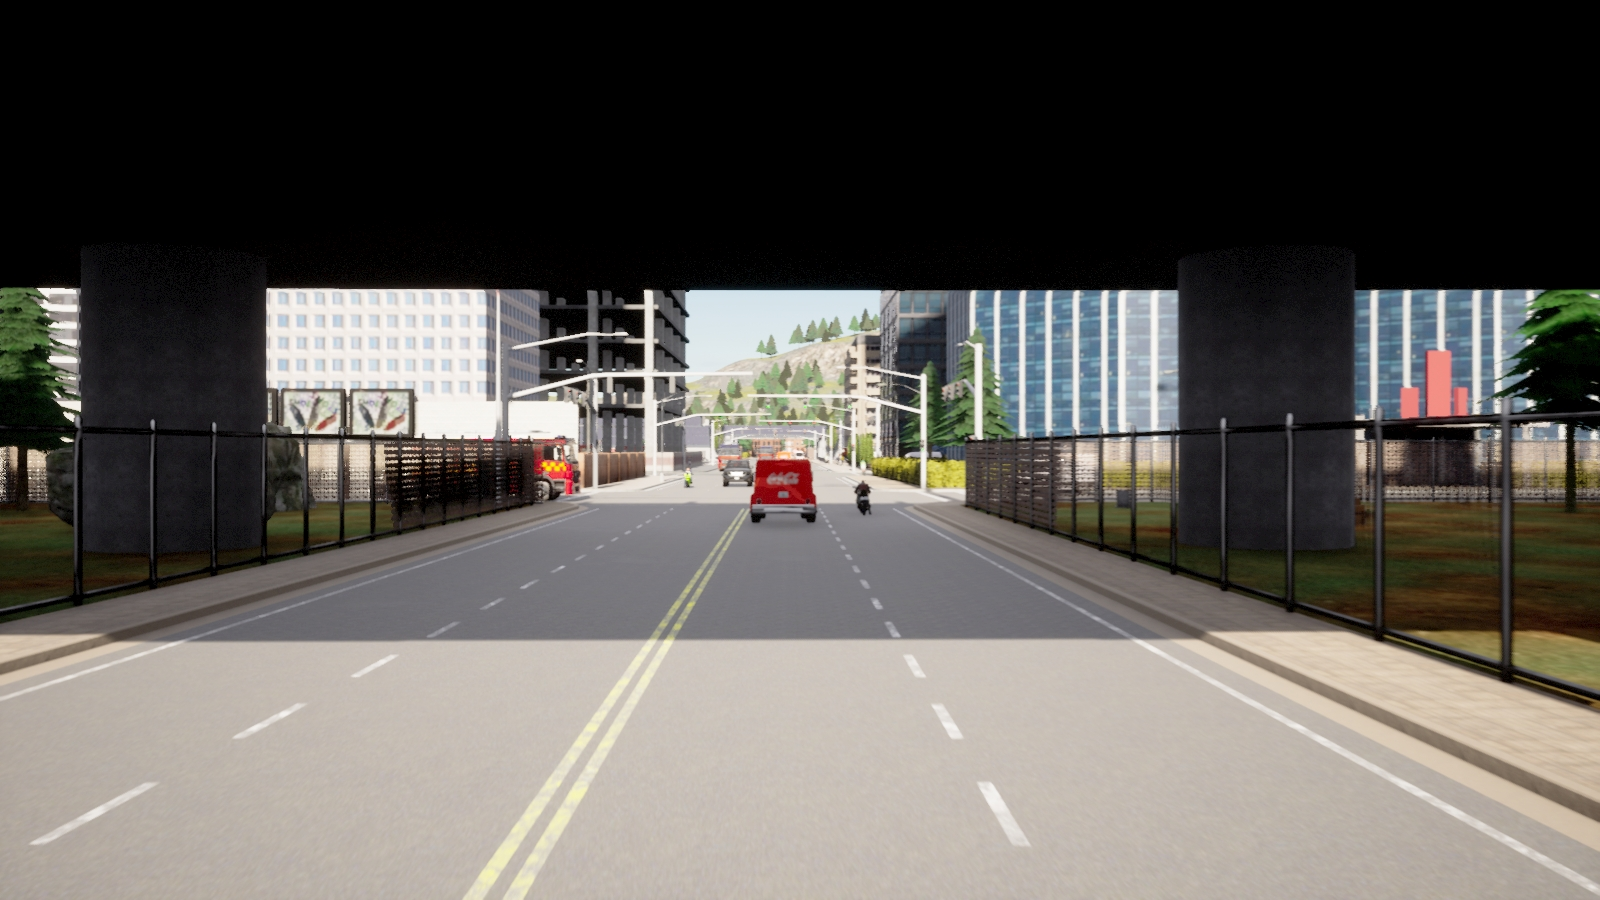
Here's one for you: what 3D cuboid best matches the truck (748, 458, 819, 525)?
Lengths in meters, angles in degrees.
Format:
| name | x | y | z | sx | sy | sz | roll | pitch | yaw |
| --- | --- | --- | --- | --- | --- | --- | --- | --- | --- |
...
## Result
| name | x | y | z | sx | sy | sz | roll | pitch | yaw |
| --- | --- | --- | --- | --- | --- | --- | --- | --- | --- |
| truck | -0.659 | 1.563 | 45.270 | 2.627 | 2.467 | 5.204 | 0 | 0 | -1 |

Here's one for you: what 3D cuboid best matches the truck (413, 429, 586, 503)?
| name | x | y | z | sx | sy | sz | roll | pitch | yaw |
| --- | --- | --- | --- | --- | --- | --- | --- | --- | --- |
| truck | -15.914 | 0.836 | 60.960 | 8.468 | 3.827 | 2.891 | 0 | 0 | -1 |

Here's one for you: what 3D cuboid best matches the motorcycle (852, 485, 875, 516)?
| name | x | y | z | sx | sy | sz | roll | pitch | yaw |
| --- | --- | --- | --- | --- | --- | --- | --- | --- | --- |
| motorcycle | 2.748 | 2.199 | 49.775 | 0.867 | 1.251 | 2.209 | 0 | 0 | -1 |
